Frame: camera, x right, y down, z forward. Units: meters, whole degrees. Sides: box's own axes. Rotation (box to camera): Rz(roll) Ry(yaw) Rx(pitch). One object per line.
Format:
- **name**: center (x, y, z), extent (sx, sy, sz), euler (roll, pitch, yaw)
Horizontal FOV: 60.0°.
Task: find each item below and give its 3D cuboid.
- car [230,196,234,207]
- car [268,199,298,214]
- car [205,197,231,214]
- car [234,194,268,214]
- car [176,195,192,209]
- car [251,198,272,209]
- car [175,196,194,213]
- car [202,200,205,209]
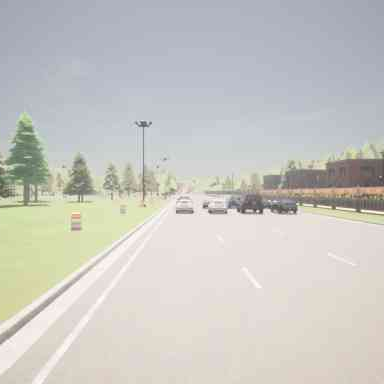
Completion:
- **car**: center (5.920, 1.352, 46.298), extent (2.097, 1.767, 4.553), euler (0, 0, -1)
- **car**: center (9.718, 1.492, 35.428), extent (2.128, 1.511, 4.902), euler (0, 0, -1)
- **car**: center (2.717, 1.526, 35.679), extent (1.812, 1.442, 4.674), euler (0, 0, -1)
- **car**: center (6.204, 1.221, 35.822), extent (2.150, 2.045, 5.566), euler (0, 0, 0)
- **car**: center (-1.079, 1.352, 46.264), extent (2.097, 1.767, 4.553), euler (0, 0, -1)
- **car**: center (9.432, 1.564, 45.417), extent (1.994, 1.385, 4.181), euler (0, 0, -1)
- **car**: center (-0.798, 1.526, 36.253), extent (1.812, 1.442, 4.674), euler (0, 0, -1)
- **car**: center (2.424, 1.601, 45.788), extent (1.895, 1.301, 4.718), euler (0, 0, -1)
